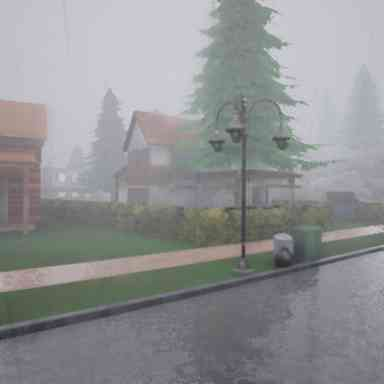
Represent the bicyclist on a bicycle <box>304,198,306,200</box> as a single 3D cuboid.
[{"bbox_3d":[16.198,1.697,47.577,1.656,1.620,0.582,-1,0,-40],"label":"bicyclist on a bicycle"}]
